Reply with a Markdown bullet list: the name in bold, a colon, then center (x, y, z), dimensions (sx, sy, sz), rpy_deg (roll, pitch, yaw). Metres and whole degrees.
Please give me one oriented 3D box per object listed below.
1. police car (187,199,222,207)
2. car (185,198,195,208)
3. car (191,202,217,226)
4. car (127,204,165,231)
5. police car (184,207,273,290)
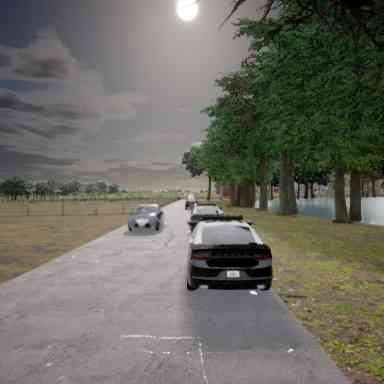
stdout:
- **police car**: center (0.819, 1.459, 19.215), dimensions (1.930, 1.638, 5.238), rpy_deg (0, 0, 0)
- **car**: center (0.011, 1.638, 47.644), dimensions (1.882, 1.535, 5.008), rpy_deg (0, 0, 1)
- **car**: center (0.817, 1.557, 25.105), dimensions (1.837, 1.490, 4.892), rpy_deg (0, 0, 0)
- **car**: center (-2.755, 1.529, 20.757), dimensions (2.128, 1.511, 4.902), rpy_deg (0, 0, 0)
- **police car**: center (0.822, 1.435, 9.214), dimensions (1.930, 1.638, 5.238), rpy_deg (0, 0, 0)
